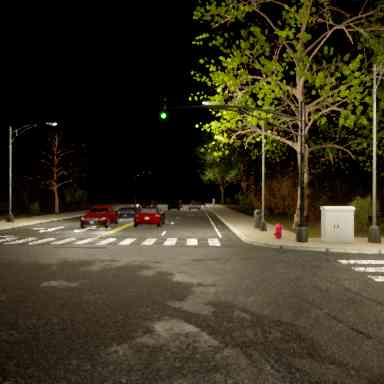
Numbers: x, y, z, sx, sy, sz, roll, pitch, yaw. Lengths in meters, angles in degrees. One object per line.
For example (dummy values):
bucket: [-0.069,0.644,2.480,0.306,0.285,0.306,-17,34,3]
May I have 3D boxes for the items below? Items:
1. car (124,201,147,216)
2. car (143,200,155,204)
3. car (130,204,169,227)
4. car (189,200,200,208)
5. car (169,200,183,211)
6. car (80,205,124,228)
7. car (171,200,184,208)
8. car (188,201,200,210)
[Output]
car: [-6.429,1.941,34.899,2.033,1.411,5.357,0,-1,1]
car: [-6.268,1.897,46.463,2.097,1.767,4.553,0,-1,1]
car: [-3.119,1.834,25.218,1.994,1.385,4.181,0,-1,1]
car: [0.523,2.331,63.089,1.994,1.385,4.181,0,-1,1]
car: [-2.863,2.178,52.714,2.033,1.411,5.357,0,-1,1]
car: [-6.577,1.777,24.232,1.812,1.442,4.674,0,-1,1]
car: [-2.726,2.253,63.132,2.128,1.511,4.902,0,-1,1]
car: [0.392,2.243,53.084,1.895,1.301,4.718,0,-1,1]
